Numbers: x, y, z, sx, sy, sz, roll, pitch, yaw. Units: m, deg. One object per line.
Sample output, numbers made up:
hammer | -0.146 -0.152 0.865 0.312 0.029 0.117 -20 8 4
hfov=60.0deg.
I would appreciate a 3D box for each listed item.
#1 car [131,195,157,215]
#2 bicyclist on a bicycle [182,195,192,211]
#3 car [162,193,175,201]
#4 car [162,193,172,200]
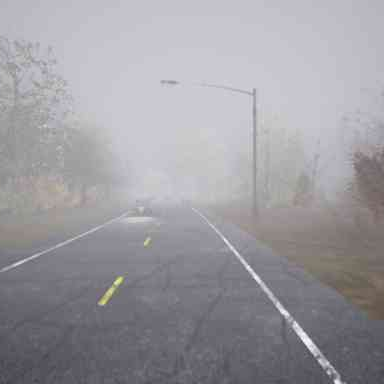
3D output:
car | -4.657 1.348 31.955 2.128 1.511 4.902 0 0 -4
bicyclist on a bicycle | -0.407 1.261 36.929 0.866 1.612 1.509 0 0 -4
car | -4.611 1.111 68.934 2.128 1.511 4.902 0 0 -7
car | -5.952 1.048 78.275 1.837 1.490 4.892 0 0 -9
